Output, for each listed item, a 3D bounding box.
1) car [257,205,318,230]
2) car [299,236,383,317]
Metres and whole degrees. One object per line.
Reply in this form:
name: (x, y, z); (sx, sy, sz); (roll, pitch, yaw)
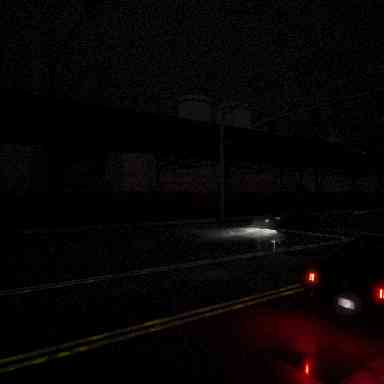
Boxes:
car: (6.147, 1.564, 21.235); (4.181, 1.385, 1.994); (0, 0, -35)
car: (4.439, 1.601, 6.919); (4.718, 1.301, 1.895); (0, 0, -35)
